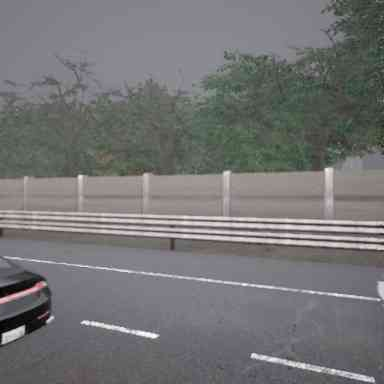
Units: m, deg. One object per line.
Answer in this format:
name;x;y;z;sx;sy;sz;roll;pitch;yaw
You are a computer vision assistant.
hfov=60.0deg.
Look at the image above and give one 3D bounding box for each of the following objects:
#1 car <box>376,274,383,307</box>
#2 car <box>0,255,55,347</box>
car;5.272;1.627;4.644;4.718;1.301;1.895;0;0;24
car;-4.365;1.516;5.009;4.902;1.511;2.128;0;0;24
